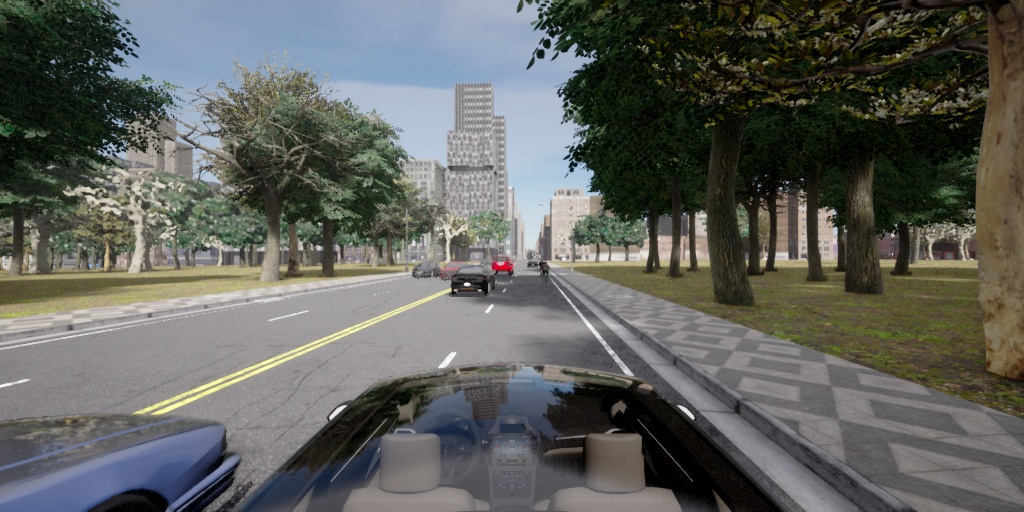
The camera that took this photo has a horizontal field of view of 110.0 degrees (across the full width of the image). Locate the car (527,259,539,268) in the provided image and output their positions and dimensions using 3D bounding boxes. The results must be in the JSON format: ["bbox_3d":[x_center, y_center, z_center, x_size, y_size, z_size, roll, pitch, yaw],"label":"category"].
[{"bbox_3d":[3.732,1.320,64.040,1.882,1.535,5.008,0,0,3],"label":"car"}]

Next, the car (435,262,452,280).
[{"bbox_3d":[-4.847,1.243,30.996,1.882,1.535,5.008,0,0,3],"label":"car"}]

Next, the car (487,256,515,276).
[{"bbox_3d":[-0.969,0.999,38.457,2.150,2.045,5.566,0,0,3],"label":"car"}]

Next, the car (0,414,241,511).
[{"bbox_3d":[-3.128,1.298,0.265,2.033,1.411,5.357,0,0,3],"label":"car"}]

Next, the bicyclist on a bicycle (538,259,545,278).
[{"bbox_3d":[2.875,1.143,34.812,0.659,1.776,1.843,0,0,3],"label":"bicyclist on a bicycle"}]

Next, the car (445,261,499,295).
[{"bbox_3d":[-2.025,1.232,19.781,1.882,1.535,5.008,0,0,3],"label":"car"}]

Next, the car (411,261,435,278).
[{"bbox_3d":[-7.950,1.273,33.692,1.837,1.490,4.892,0,0,3],"label":"car"}]

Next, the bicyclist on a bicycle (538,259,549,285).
[{"bbox_3d":[2.298,1.212,24.614,0.582,1.620,1.656,0,0,3],"label":"bicyclist on a bicycle"}]
